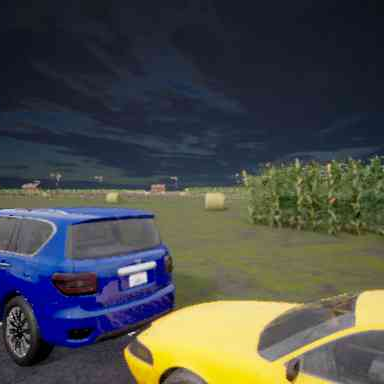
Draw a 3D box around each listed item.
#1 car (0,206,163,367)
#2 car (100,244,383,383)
[{"bbox_3d":[-2.826,1.270,6.128,5.566,2.045,2.150,0,-1,38],"label":"car"},{"bbox_3d":[1.757,1.487,2.655,5.366,1.575,1.801,0,-1,36],"label":"car"}]
